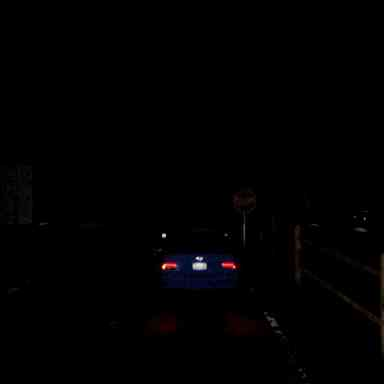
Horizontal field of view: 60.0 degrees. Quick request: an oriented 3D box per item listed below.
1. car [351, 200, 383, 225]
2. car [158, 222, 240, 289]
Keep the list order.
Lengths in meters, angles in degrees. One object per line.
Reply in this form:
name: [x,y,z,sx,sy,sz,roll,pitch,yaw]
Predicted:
car: [14.819,1.521,24.538,5.566,2.045,2.150,1,-1,1]
car: [0.102,1.554,9.262,2.033,1.411,5.357,0,0,-1]
